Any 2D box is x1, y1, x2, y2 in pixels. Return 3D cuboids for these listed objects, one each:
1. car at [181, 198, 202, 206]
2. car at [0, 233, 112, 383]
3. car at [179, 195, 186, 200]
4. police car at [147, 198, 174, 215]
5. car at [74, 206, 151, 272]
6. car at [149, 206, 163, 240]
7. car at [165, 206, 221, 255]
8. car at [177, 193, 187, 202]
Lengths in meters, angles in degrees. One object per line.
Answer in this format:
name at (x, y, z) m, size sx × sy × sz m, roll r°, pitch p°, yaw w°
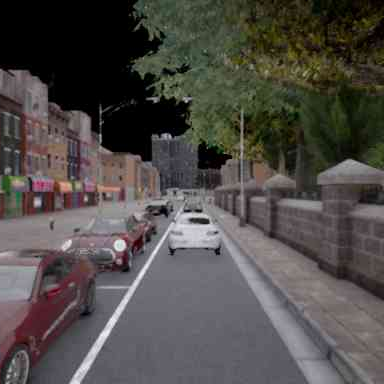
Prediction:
car at (0.102, 1.576, 34.026) m, size 1.895 × 1.301 × 4.718 m, roll 0°, pitch 0°, yaw 0°
car at (-2.638, 1.578, 4.892) m, size 1.802 × 1.307 × 4.206 m, roll 0°, pitch 0°, yaw 0°
car at (-2.633, 1.484, 93.416) m, size 1.752 × 1.417 × 4.829 m, roll 0°, pitch 0°, yaw 0°
police car at (-3.007, 1.403, 30.402) m, size 1.930 × 1.638 × 5.238 m, roll 0°, pitch 0°, yaw 0°
car at (-2.638, 1.432, 10.568) m, size 1.967 × 1.590 × 4.097 m, roll 0°, pitch 0°, yaw 0°
car at (-2.638, 1.570, 16.243) m, size 1.802 × 1.307 × 4.206 m, roll 0°, pitch 0°, yaw 0°
car at (0.096, 1.515, 13.200) m, size 1.812 × 1.442 × 4.674 m, roll 0°, pitch 0°, yaw 0°
car at (-2.634, 1.485, 77.059) m, size 1.752 × 1.417 × 4.829 m, roll 0°, pitch 0°, yaw 0°
